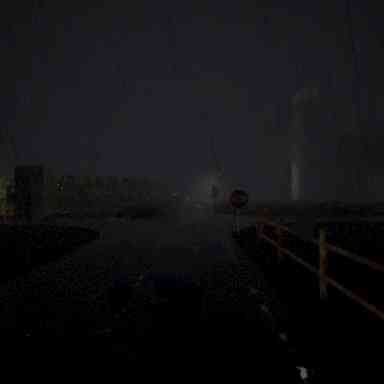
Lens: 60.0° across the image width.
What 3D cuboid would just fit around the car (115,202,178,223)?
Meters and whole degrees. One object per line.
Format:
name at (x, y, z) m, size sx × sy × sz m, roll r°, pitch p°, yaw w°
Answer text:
car at (-3.380, 1.508, 24.934) m, size 4.674 × 1.442 × 1.812 m, roll 0°, pitch 0°, yaw -3°

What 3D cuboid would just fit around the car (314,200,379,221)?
car at (11.669, 1.368, 25.494) m, size 4.902 × 1.511 × 2.128 m, roll 0°, pitch -1°, yaw -1°
